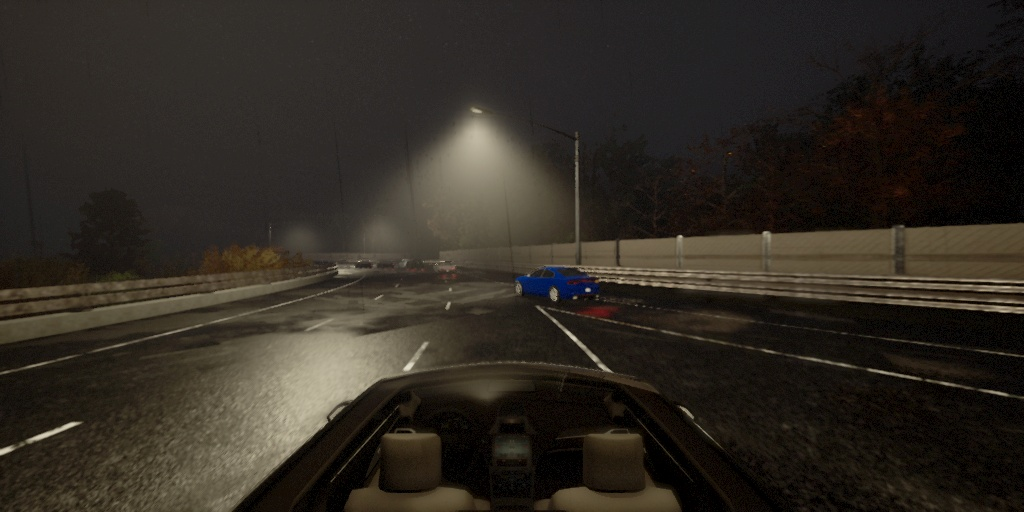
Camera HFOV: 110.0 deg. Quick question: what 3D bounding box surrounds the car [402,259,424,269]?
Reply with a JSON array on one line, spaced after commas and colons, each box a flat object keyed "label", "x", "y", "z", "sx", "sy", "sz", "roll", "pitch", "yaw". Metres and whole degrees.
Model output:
[{"label": "car", "x": -16.049, "y": 1.227, "z": 59.041, "sx": 2.097, "sy": 1.767, "sz": 4.553, "roll": 0, "pitch": 0, "yaw": -31}]

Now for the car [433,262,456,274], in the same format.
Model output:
[{"label": "car", "x": -8.231, "y": 1.425, "z": 43.140, "sx": 1.895, "sy": 1.301, "sz": 4.718, "roll": 0, "pitch": 0, "yaw": -23}]

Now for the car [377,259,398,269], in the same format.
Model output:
[{"label": "car", "x": -21.733, "y": 1.505, "z": 61.518, "sx": 1.895, "sy": 1.301, "sz": 4.718, "roll": 0, "pitch": 0, "yaw": -35}]

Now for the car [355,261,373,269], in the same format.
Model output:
[{"label": "car", "x": -24.649, "y": 1.516, "z": 59.582, "sx": 1.895, "sy": 1.301, "sz": 4.718, "roll": 0, "pitch": 0, "yaw": -35}]

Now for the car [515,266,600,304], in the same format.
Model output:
[{"label": "car", "x": 1.918, "y": 1.232, "z": 16.674, "sx": 1.882, "sy": 1.535, "sz": 5.008, "roll": 0, "pitch": 0, "yaw": -28}]
